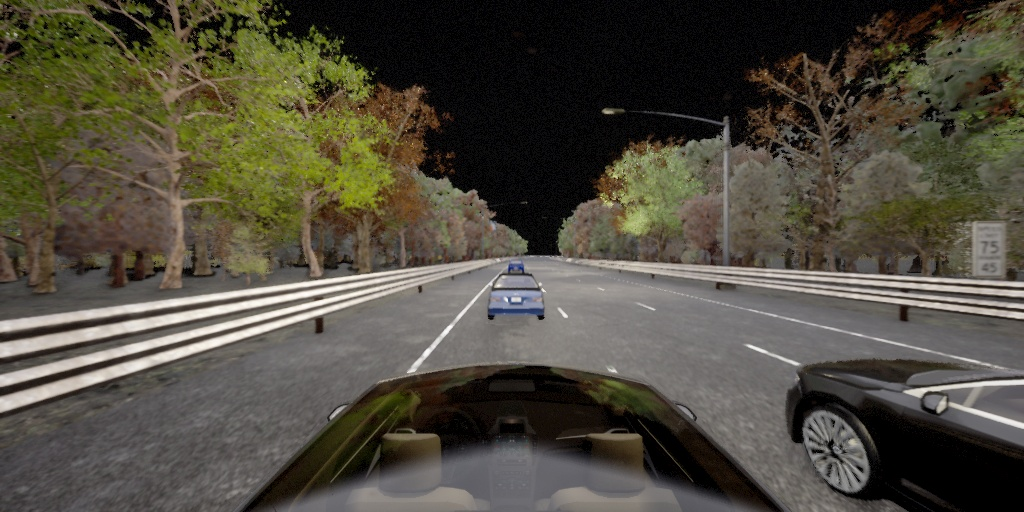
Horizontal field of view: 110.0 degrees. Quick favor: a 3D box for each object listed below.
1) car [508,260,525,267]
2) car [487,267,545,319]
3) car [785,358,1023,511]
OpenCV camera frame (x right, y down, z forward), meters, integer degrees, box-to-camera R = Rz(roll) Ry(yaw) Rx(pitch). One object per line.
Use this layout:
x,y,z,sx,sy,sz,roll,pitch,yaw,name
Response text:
0.508,1.209,43.176,1.882,1.535,5.008,0,0,1,car
0.131,1.293,12.743,2.033,1.411,5.357,0,0,0,car
3.606,1.242,1.545,2.128,1.511,4.902,0,0,0,car
